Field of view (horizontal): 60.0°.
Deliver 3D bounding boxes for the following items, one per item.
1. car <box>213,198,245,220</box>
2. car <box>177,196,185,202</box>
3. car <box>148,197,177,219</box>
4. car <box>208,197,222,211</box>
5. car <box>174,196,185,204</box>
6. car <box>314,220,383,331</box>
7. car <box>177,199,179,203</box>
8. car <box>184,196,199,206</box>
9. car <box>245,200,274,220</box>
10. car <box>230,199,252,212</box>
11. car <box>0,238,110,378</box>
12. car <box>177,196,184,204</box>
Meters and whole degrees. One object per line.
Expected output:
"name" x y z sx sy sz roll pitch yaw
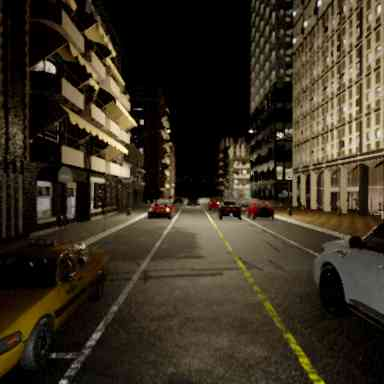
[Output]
"car" 3.114 1.539 28.587 1.837 1.490 4.892 0 0 1
"car" -2.550 1.667 80.904 1.802 1.307 4.206 0 0 0
"car" -2.629 1.456 28.447 1.967 1.590 4.097 0 0 0
"car" 3.118 1.399 42.359 2.097 1.767 4.553 0 0 1
"car" -2.531 1.616 67.987 2.008 1.369 4.403 0 0 0
"car" 3.675 1.237 4.428 2.150 2.045 5.566 0 0 -3
"car" -2.615 1.604 34.095 1.802 1.307 4.206 0 0 0
"car" 0.128 1.406 54.909 2.097 1.767 4.553 0 0 0
"car" 5.751 1.585 28.426 1.887 1.381 4.507 0 0 0
"car" 5.779 1.603 39.724 2.008 1.369 4.403 0 0 0
"car" -2.685 1.522 5.683 1.752 1.417 4.829 0 0 0
"car" -2.546 1.608 62.339 2.008 1.369 4.403 0 0 0
